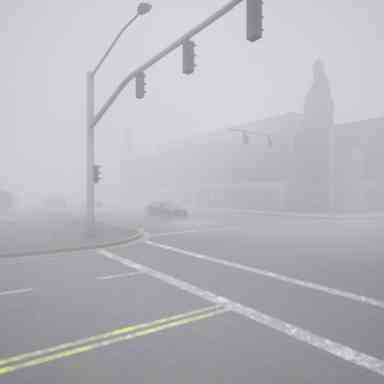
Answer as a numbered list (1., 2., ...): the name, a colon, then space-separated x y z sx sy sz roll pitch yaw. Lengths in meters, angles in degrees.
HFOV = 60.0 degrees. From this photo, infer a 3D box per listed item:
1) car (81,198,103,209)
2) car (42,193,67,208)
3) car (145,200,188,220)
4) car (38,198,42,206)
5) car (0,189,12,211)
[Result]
1. car: -13.563 1.547 45.133 1.994 1.385 4.181 0 0 -34
2. car: -19.754 1.210 48.272 2.150 2.045 5.566 0 0 -34
3. car: -2.239 1.462 28.218 1.882 1.535 5.008 0 0 -34
4. car: -24.039 1.552 54.708 1.994 1.385 4.181 0 0 -34
5. car: -20.320 0.607 34.433 1.385 1.994 4.181 -10 -12 17
